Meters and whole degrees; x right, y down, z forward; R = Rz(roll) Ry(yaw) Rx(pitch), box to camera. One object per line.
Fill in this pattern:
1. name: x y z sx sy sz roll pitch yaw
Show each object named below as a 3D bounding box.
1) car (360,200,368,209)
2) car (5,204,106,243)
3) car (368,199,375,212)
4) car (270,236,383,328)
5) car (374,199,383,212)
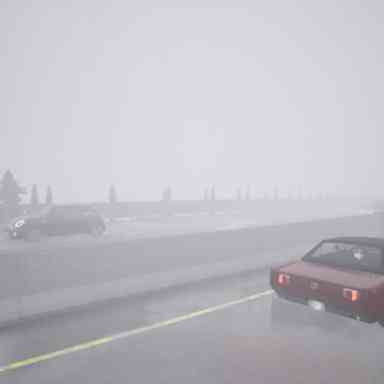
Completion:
1. car: 24.301 1.618 44.438 4.718 1.301 1.895 0 0 -42
2. car: -6.742 1.415 16.673 4.553 1.767 2.097 0 0 -39
3. car: 22.320 1.487 37.936 5.008 1.535 1.882 0 0 -42
4. car: 3.799 1.605 6.973 4.718 1.301 1.895 0 0 -40
5. car: 18.721 1.496 29.954 4.902 1.511 2.128 0 0 -42
